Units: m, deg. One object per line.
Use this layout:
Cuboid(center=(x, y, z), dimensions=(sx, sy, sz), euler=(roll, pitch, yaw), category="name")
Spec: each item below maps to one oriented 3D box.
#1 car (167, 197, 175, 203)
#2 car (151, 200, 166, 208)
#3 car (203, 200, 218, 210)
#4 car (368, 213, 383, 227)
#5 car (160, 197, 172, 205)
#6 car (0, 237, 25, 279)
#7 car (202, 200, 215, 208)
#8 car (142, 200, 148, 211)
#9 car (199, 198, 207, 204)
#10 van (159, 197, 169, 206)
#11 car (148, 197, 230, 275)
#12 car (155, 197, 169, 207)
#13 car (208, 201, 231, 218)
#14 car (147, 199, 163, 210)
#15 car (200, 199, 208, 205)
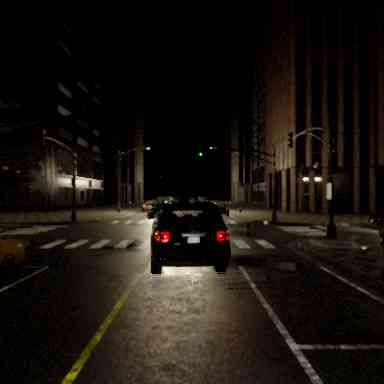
Cuboid(center=(-5.651, 2.256, 90.827), dimensions=(1.967, 1.590, 4.097), euler=(0, -1, 0), category="car")
Cuboid(center=(-5.692, 2.052, 57.171), dimensions=(2.008, 1.369, 4.403), euler=(0, -1, 0), category="car")
Cuboid(center=(2.826, 2.003, 51.570), dimensions=(2.008, 1.369, 4.403), euler=(0, -1, 0), category="car")
Cuboid(center=(14.831, 1.766, 23.007), dimensions=(4.892, 1.490, 1.837), euler=(0, -1, 0), category="car")
Cuboid(center=(-5.671, 1.971, 74.001), dimensions=(2.192, 1.841, 5.009), euler=(0, -1, 0), category="car")
Cuboid(center=(-5.752, 1.593, 7.791), dimensions=(1.752, 1.417, 4.829), euler=(0, 0, 0), category="car")
Cuboid(center=(2.833, 2.068, 57.178), dimensions=(1.947, 1.339, 4.313), euler=(0, -1, 0), category="car")
Cuboid(center=(-5.705, 1.841, 45.954), dimensions=(1.967, 1.590, 4.097), euler=(0, -1, 0), category="car")
Cuboid(center=(2.867, 2.329, 85.222), dimensions=(1.947, 1.339, 4.313), euler=(0, -1, 0), category="car")
Cuboid(center=(-5.678, 1.945, 68.390), dimensions=(1.690, 1.788, 3.998), euler=(0, -1, 0), category="van")
Cuboid(center=(-0.281, 1.317, 10.981), dimensions=(2.150, 2.045, 5.566), euler=(0, 0, -7), category="car")
Cuboid(center=(-5.685, 1.868, 62.782), dimensions=(2.192, 1.841, 5.009), euler=(0, -1, 0), category="car")
Cuboid(center=(2.806, 1.743, 34.744), dimensions=(1.967, 1.590, 4.097), euler=(0, -1, 0), category="car")
Cuboid(center=(-5.699, 1.891, 51.563), dimensions=(1.967, 1.590, 4.097), euler=(0, -1, 0), category="car")
Cuboid(center=(2.860, 2.275, 79.613), dimensions=(1.947, 1.339, 4.313), euler=(0, -1, 0), category="car")
